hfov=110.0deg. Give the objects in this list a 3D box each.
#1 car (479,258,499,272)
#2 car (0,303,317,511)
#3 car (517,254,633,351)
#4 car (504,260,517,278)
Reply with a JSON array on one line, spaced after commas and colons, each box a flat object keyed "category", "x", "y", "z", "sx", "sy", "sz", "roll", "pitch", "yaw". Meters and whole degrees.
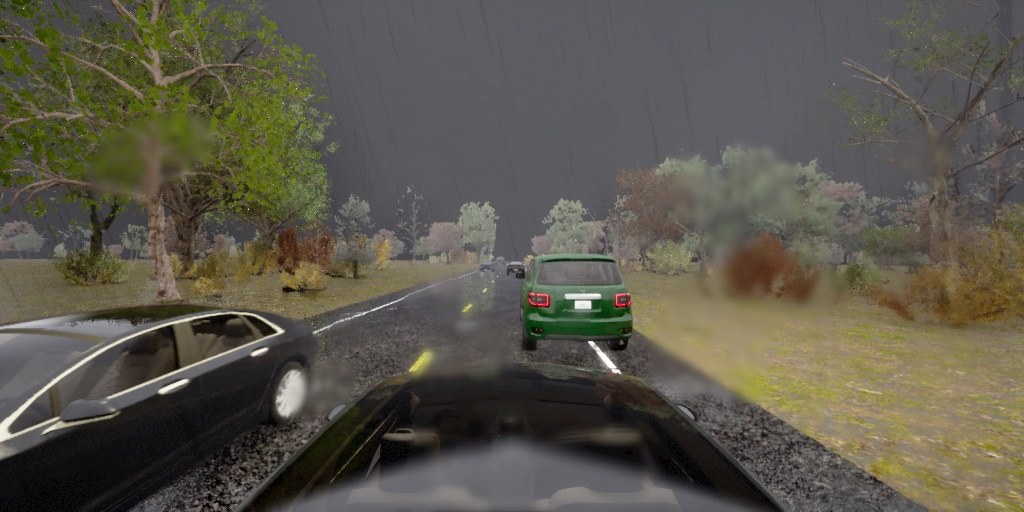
[{"category": "car", "x": -3.190, "y": 1.369, "z": 46.629, "sx": 2.033, "sy": 1.411, "sz": 5.357, "roll": 0, "pitch": 0, "yaw": 1}, {"category": "car", "x": -3.576, "y": 1.255, "z": 2.934, "sx": 1.837, "sy": 1.490, "sz": 4.892, "roll": 0, "pitch": 0, "yaw": 0}, {"category": "car", "x": 1.304, "y": 0.975, "z": 9.150, "sx": 2.150, "sy": 2.045, "sz": 5.566, "roll": 0, "pitch": 0, "yaw": 1}, {"category": "car", "x": 0.435, "y": 1.277, "z": 39.775, "sx": 1.882, "sy": 1.535, "sz": 5.008, "roll": 0, "pitch": 0, "yaw": 1}]
